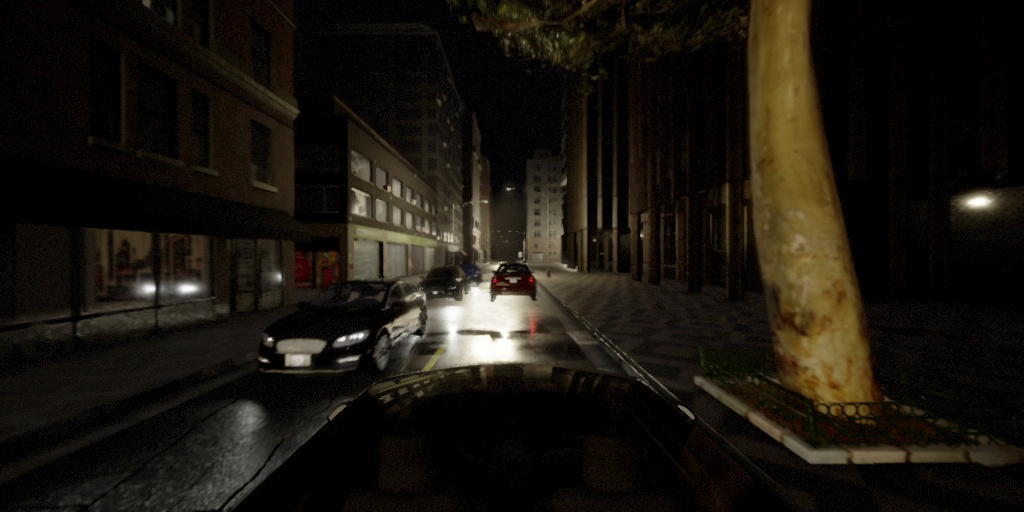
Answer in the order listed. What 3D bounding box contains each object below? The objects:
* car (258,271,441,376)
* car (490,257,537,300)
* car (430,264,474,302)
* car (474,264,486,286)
[{"bbox_3d":[-3.116,1.252,7.657,2.128,1.511,4.902,0,0,0],"label":"car"},{"bbox_3d":[0.049,1.105,17.686,2.097,1.767,4.553,0,0,0],"label":"car"},{"bbox_3d":[-3.141,1.267,17.118,1.837,1.490,4.892,0,0,0],"label":"car"},{"bbox_3d":[-3.082,1.290,25.879,1.812,1.442,4.674,0,0,0],"label":"car"}]
